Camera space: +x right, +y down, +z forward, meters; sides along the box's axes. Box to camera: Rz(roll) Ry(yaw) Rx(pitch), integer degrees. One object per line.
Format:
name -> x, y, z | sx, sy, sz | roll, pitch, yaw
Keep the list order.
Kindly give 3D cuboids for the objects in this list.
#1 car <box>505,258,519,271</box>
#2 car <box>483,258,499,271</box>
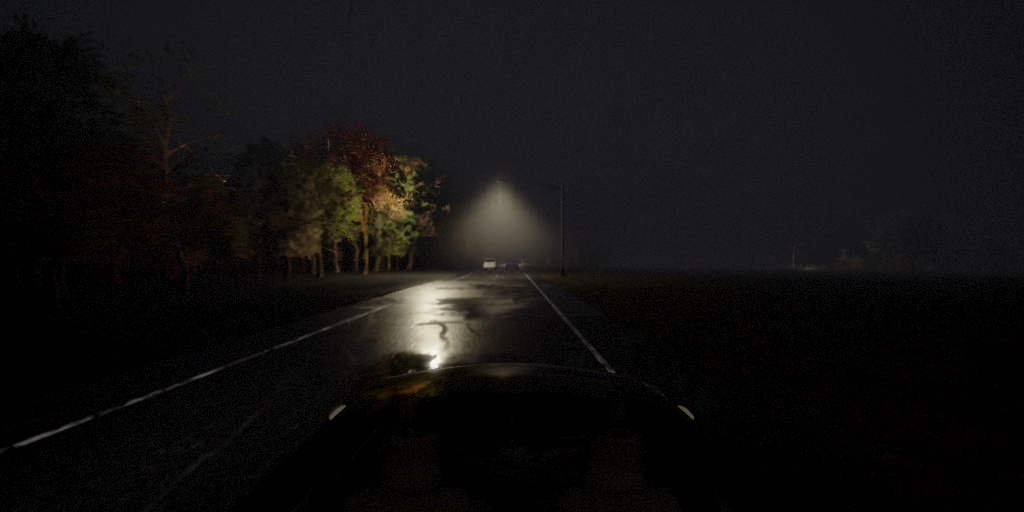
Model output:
car -> -0.009, 1.353, 58.586 | 2.150, 2.045, 5.566 | 0, 0, 0
car -> -3.509, 1.352, 58.585 | 2.150, 2.045, 5.566 | 0, 0, 0
